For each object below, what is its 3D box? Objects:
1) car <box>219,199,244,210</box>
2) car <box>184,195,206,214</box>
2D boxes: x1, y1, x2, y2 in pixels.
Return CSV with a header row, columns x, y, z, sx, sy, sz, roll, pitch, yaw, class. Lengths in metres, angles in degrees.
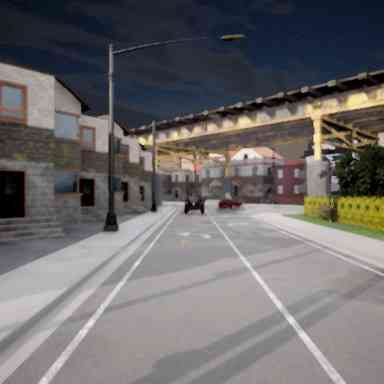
x,y,z,sx,sy,sz,roll,pitch,yaw,class
5.486,1.668,46.089,1.882,1.535,5.008,-1,-1,31,car
0.333,1.378,37.932,2.150,2.045,5.566,0,0,3,car
